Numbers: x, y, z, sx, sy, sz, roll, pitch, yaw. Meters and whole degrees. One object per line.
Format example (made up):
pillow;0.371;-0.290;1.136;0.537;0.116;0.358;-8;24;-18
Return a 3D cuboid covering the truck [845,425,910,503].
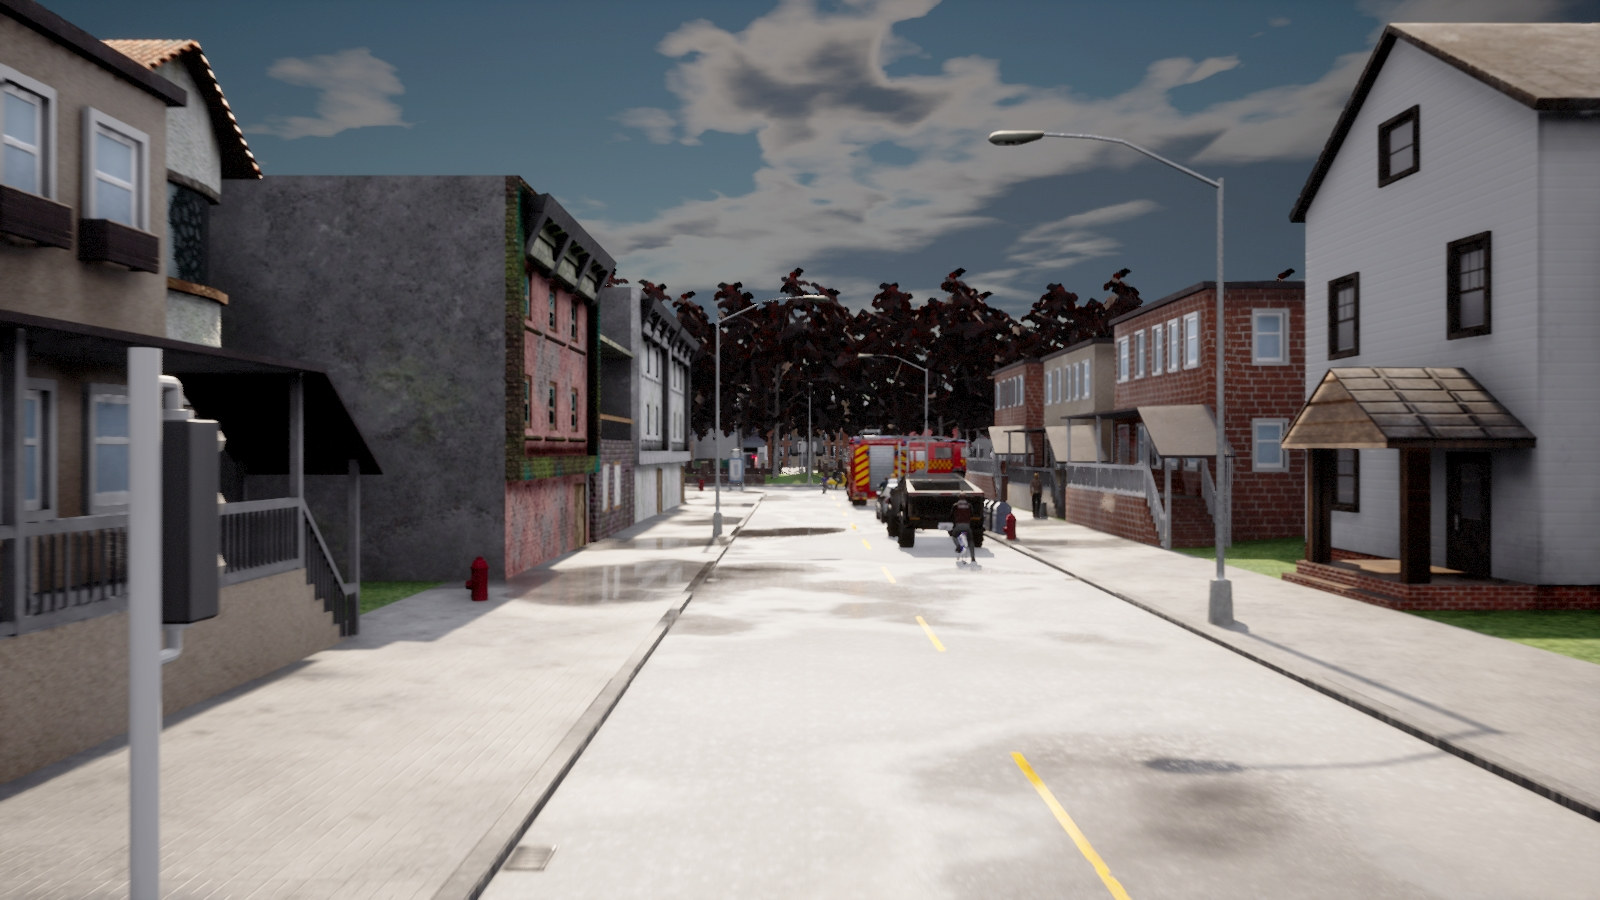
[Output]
truck;3.998;0.676;60.511;2.891;3.827;8.468;0;0;0

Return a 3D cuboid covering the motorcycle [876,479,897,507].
motorcycle;4.005;1.967;52.966;0.856;1.236;1.805;0;0;0

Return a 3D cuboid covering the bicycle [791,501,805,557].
bicycle;-0.045;1.943;28.407;0.329;1.271;1.835;0;0;0

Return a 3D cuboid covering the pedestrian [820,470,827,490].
pedestrian;1.549;1.915;73.855;0.375;1.300;0.375;0;0;14

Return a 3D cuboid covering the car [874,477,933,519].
car;4.004;1.849;44.847;1.970;1.475;3.806;0;0;0

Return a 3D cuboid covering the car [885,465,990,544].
car;4.002;1.537;34.452;2.390;2.098;6.274;0;0;0

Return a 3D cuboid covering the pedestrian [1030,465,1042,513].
pedestrian;9.318;1.528;45.095;0.375;1.860;0.375;0;0;1
